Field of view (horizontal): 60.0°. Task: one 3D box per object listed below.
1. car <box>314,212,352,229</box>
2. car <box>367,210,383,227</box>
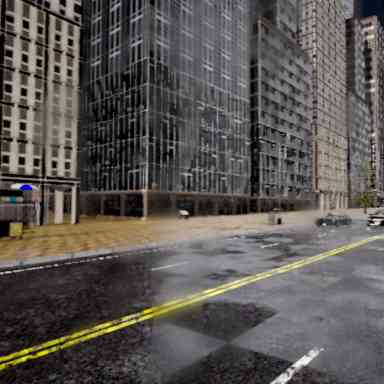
[{"bbox_3d":[12.590,2.472,29.581,1.895,1.301,4.718,-2,-2,41],"label":"car"},{"bbox_3d":[17.299,2.365,30.001,2.128,1.511,4.902,-2,-2,41],"label":"car"}]
